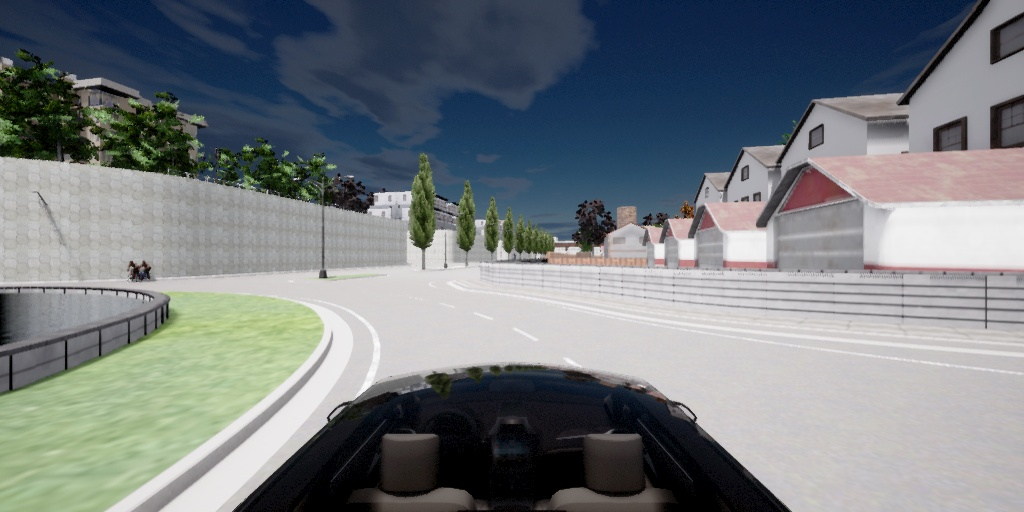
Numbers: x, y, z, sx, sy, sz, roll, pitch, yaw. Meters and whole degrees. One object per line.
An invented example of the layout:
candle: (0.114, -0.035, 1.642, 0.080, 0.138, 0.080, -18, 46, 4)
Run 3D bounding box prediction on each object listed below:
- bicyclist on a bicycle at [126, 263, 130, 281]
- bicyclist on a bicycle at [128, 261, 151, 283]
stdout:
bicyclist on a bicycle: (-28.474, 1.129, 26.998, 0.582, 1.620, 1.656, 0, 9, -19)
bicyclist on a bicycle: (-27.905, 1.161, 27.223, 0.582, 1.620, 1.656, 9, 3, -17)
